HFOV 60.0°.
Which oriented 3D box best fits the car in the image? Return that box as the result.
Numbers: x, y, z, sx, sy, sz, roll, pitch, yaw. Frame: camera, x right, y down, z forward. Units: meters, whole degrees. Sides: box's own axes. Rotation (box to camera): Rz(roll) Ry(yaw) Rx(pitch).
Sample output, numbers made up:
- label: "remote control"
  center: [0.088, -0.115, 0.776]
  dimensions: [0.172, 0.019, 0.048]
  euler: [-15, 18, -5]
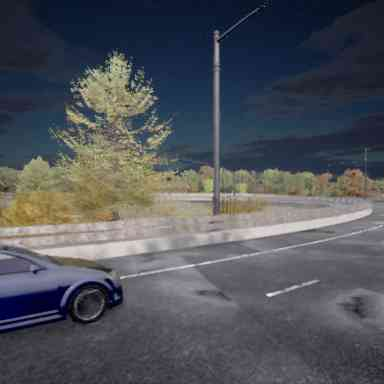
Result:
- label: "car"
  center: [-3.352, 1.613, 5.820]
  dimensions: [4.181, 1.385, 1.994]
  euler: [0, 0, -36]
